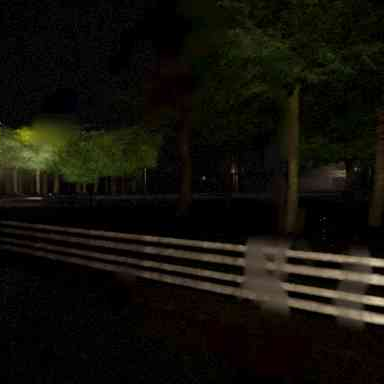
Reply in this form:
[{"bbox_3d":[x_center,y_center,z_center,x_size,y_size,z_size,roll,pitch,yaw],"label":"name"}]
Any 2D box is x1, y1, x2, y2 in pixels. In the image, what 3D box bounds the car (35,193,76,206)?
[{"bbox_3d":[-16.940,0.927,41.404,4.792,1.488,2.163,-1,0,-1],"label":"car"}]
